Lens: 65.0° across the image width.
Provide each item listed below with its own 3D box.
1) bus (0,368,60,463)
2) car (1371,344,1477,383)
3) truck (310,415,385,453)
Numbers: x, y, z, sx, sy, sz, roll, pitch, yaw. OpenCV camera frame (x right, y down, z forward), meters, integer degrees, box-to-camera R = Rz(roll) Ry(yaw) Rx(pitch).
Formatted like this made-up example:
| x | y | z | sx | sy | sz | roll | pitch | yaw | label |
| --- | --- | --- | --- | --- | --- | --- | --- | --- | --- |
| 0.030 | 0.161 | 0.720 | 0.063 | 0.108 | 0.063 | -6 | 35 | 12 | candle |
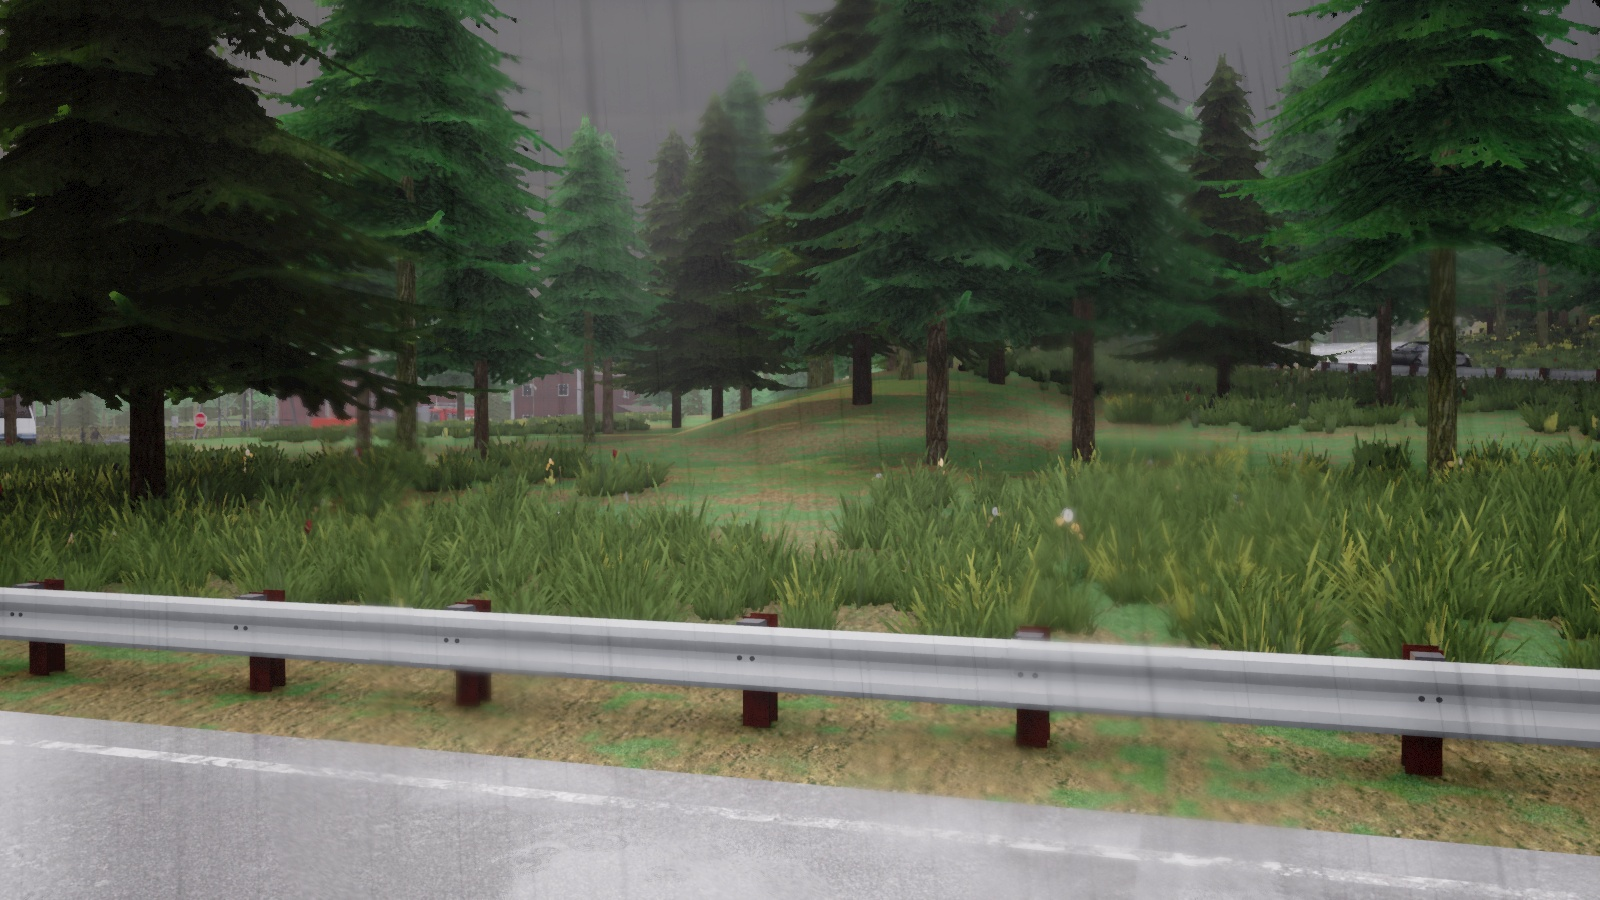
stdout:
| x | y | z | sx | sy | sz | roll | pitch | yaw | label |
| --- | --- | --- | --- | --- | --- | --- | --- | --- | --- |
| -38.288 | -1.546 | 54.879 | 3.944 | 4.253 | 10.273 | 1 | 1 | 17 | bus |
| 24.836 | -3.488 | 50.161 | 1.994 | 1.385 | 4.181 | 0 | 6 | -1 | car |
| -30.262 | -1.095 | 84.171 | 2.627 | 2.467 | 5.204 | 0 | 1 | 8 | truck |
